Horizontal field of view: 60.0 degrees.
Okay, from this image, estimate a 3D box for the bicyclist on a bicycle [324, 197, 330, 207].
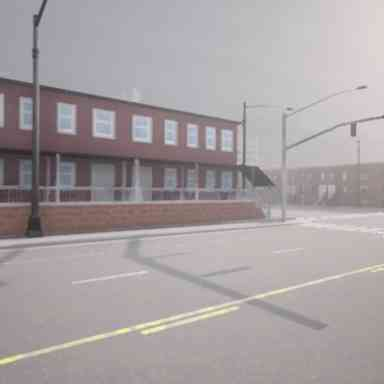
[{"bbox_3d":[21.682,1.549,53.335,1.656,1.620,0.582,0,0,-36],"label":"bicyclist on a bicycle"}]
